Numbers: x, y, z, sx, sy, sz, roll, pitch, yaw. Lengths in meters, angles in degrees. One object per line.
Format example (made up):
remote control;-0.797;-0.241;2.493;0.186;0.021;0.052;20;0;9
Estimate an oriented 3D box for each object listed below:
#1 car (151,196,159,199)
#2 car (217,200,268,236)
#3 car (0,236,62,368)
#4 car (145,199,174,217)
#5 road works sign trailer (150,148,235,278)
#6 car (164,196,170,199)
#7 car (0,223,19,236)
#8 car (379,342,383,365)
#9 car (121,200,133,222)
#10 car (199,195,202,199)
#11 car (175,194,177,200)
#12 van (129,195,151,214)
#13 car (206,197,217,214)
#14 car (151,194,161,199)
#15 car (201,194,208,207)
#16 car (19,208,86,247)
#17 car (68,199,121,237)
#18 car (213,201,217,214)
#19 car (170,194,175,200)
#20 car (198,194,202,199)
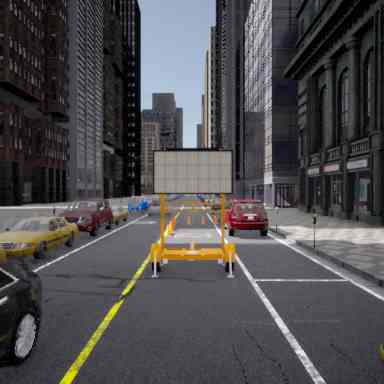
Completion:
car;-5.659;1.562;40.813;2.008;1.369;4.403;0;0;0
car;2.807;1.316;18.235;2.192;1.841;5.009;0;0;0
car;-3.092;1.504;2.989;1.837;1.490;4.892;0;0;0
car;-2.918;1.606;30.984;1.895;1.301;4.718;0;0;0
road works sign trailer;0.026;0.464;10.151;2.380;3.560;2.880;0;0;0
car;-5.616;1.341;57.735;2.192;1.841;5.009;0;0;0
car;-5.747;1.525;6.799;1.752;1.417;4.829;0;0;0
car;2.764;1.525;1.484;1.752;1.417;4.829;0;0;0
car;-5.703;1.528;23.721;1.752;1.417;4.829;0;0;0
car;2.925;1.597;63.359;1.947;1.339;4.313;0;0;0
car;-5.541;1.601;85.939;2.008;1.369;4.403;0;0;0
van;-5.674;1.349;35.173;1.690;1.788;3.998;0;0;0
car;2.852;1.559;35.157;2.008;1.369;4.403;0;0;0
car;-5.645;1.331;46.454;2.192;1.841;5.009;0;0;0
car;2.895;1.461;52.077;1.967;1.590;4.097;0;0;0
car;-5.733;1.525;12.440;1.752;1.417;4.829;0;0;0
car;-5.718;1.316;18.250;2.192;1.841;5.009;0;0;0
car;2.822;1.553;23.876;2.008;1.369;4.403;0;0;0
car;-5.571;1.607;74.658;1.947;1.339;4.313;0;0;0
car;2.969;1.590;80.281;1.887;1.381;4.507;0;0;0
